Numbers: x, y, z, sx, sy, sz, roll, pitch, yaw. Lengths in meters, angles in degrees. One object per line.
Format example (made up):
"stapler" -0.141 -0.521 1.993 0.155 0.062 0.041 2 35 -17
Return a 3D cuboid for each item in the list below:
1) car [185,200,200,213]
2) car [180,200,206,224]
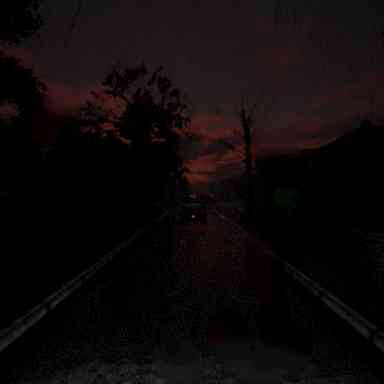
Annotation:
"car" 0.091 1.817 42.498 1.837 1.490 4.892 0 -1 0
"car" 0.095 1.535 25.534 1.882 1.535 5.008 0 0 0
